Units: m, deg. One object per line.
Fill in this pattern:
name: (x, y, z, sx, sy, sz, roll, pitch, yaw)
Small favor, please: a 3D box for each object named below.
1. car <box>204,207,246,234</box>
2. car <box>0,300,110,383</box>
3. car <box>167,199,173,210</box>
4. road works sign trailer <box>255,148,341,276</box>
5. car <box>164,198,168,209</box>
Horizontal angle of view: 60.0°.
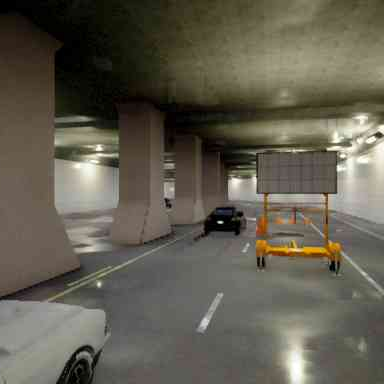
car: (1.989, 1.564, 19.264, 1.994, 1.385, 4.181, 0, 0, 14)
car: (-2.400, 1.601, 2.103, 1.895, 1.301, 4.718, 0, 0, 14)
car: (-0.879, 1.547, 38.029, 2.033, 1.411, 5.357, 0, 0, 11)
road works sign trailer: (3.260, 0.464, 10.509, 2.380, 3.560, 2.880, 0, 0, 14)
car: (-3.864, 1.504, 41.651, 1.837, 1.490, 4.892, 0, 0, 9)
